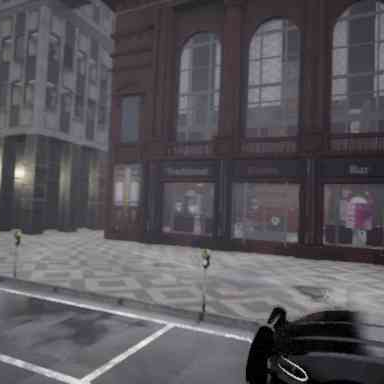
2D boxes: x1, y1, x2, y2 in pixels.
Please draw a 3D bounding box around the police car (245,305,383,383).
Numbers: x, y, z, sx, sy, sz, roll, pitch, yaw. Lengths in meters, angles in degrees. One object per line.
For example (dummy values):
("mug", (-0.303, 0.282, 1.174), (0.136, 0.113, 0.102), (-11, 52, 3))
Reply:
("police car", (3.175, 1.720, 3.104), (5.238, 1.638, 1.930), (1, -3, 25))
